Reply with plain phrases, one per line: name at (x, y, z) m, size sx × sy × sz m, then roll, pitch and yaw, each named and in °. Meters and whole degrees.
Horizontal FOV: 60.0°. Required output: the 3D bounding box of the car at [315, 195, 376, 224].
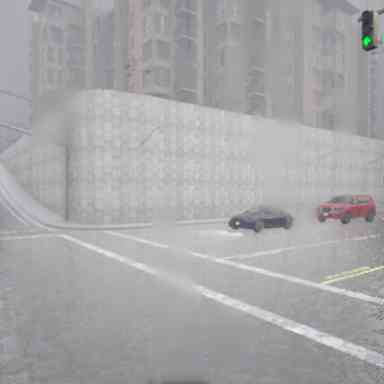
car at (11.749, 1.239, 25.240) m, size 5.566 × 2.045 × 2.150 m, roll 0°, pitch 0°, yaw -35°

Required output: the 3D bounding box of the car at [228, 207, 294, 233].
car at (4.186, 1.575, 19.858) m, size 4.181 × 1.385 × 1.994 m, roll 0°, pitch 0°, yaw -36°
